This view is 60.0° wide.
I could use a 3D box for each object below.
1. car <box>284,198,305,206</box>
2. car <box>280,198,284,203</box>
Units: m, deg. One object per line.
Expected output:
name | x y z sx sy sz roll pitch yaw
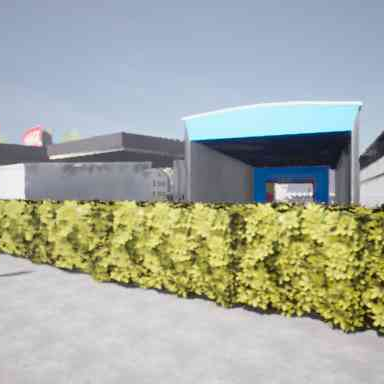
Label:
car | 18.666 2.114 59.362 2.007 1.523 4.514 0 -1 39
car | 22.870 2.236 79.276 2.152 1.636 5.027 0 -1 39
